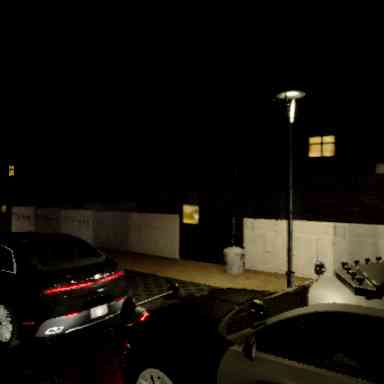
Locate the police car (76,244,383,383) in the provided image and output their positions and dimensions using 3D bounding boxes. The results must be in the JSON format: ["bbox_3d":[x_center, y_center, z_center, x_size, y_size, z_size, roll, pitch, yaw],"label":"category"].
[{"bbox_3d":[1.436,1.443,2.926,5.238,1.638,1.930,0,0,36],"label":"police car"}]

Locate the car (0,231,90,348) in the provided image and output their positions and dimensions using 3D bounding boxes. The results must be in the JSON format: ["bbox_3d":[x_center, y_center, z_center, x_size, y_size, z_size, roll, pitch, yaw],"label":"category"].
[{"bbox_3d":[-3.344,1.525,6.368,4.892,1.490,1.837,0,0,36],"label":"car"}]
